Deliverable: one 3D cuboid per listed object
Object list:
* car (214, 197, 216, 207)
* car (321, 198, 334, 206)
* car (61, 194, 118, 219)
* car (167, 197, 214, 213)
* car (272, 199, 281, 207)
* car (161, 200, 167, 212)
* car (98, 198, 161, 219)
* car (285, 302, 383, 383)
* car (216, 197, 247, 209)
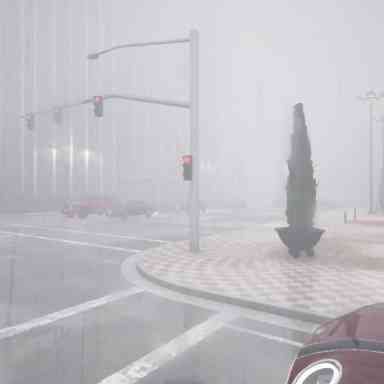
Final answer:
[{"bbox_3d":[2.660,1.478,46.399,1.882,1.535,5.008,0,0,35],"label":"car"},{"bbox_3d":[22.646,1.601,56.400,1.895,1.301,4.718,0,0,34],"label":"car"},{"bbox_3d":[-8.872,1.221,29.858,2.150,2.045,5.566,0,0,35],"label":"car"},{"bbox_3d":[-0.067,1.492,36.381,2.128,1.511,4.902,0,0,35],"label":"car"},{"bbox_3d":[13.494,1.564,49.386,1.994,1.385,4.181,0,0,35],"label":"car"},{"bbox_3d":[-3.169,1.564,38.046,1.994,1.385,4.181,0,0,35],"label":"car"},{"bbox_3d":[-5.277,1.492,28.909,2.128,1.511,4.902,0,0,35],"label":"car"},{"bbox_3d":[2.862,1.352,1.929,4.553,1.767,2.097,0,0,36],"label":"car"},{"bbox_3d":[5.743,1.492,44.700,2.128,1.511,4.902,0,0,35],"label":"car"}]
